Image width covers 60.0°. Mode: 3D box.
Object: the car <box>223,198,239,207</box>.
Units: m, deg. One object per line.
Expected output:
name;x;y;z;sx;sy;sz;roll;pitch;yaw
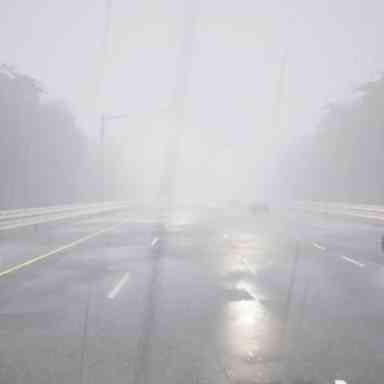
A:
car;7.204;1.844;58.545;2.033;1.411;5.357;0;0;0

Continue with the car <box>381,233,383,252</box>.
car;7.005;1.231;8.065;2.150;2.045;5.566;0;0;0

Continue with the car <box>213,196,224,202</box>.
car;7.456;1.856;88.660;2.097;1.767;4.553;0;0;1

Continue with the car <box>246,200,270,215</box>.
car;7.081;1.655;35.812;1.837;1.490;4.892;0;0;0
